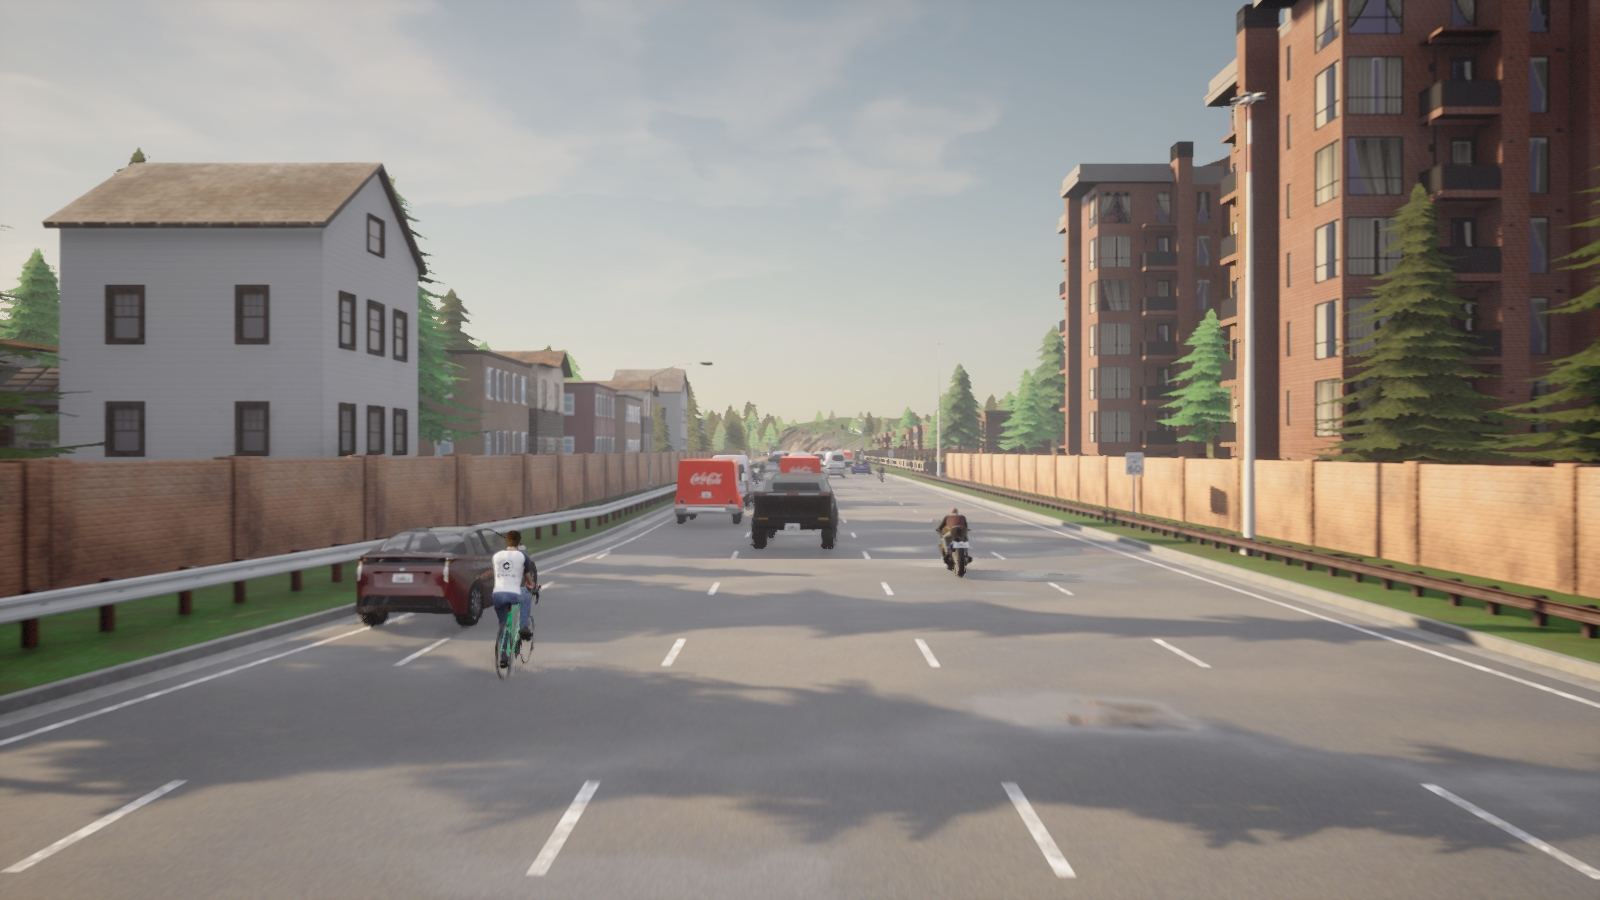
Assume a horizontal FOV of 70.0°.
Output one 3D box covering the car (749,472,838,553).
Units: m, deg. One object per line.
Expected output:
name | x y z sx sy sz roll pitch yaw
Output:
car | -0.088 1.753 34.328 2.390 2.098 6.274 0 0 2

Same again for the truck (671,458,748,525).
truck | -3.482 1.568 45.073 2.627 2.467 5.204 0 0 0

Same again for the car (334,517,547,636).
car | -5.928 2.040 19.488 2.007 1.525 4.514 0 0 3

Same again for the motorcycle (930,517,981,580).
motorcycle | 3.511 2.205 25.957 0.867 1.251 2.209 0 0 0

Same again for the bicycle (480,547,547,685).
bicycle | -3.598 2.055 14.464 0.373 1.496 1.643 0 1 2

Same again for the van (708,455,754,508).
van | -3.483 1.535 58.642 1.988 2.561 5.915 0 0 0

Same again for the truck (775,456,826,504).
truck | 0.021 1.570 61.780 2.627 2.467 5.204 0 0 0
